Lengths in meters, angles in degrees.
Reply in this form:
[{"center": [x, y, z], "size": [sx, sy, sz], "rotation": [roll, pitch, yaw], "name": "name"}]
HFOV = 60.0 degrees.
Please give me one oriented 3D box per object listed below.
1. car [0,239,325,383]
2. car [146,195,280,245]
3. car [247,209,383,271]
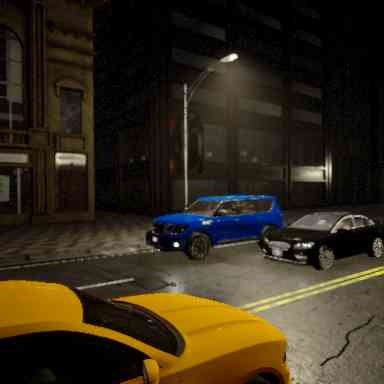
[{"center": [-1.351, 1.476, 2.479], "size": [5.008, 1.535, 1.882], "rotation": [0, 0, -35], "name": "car"}, {"center": [1.069, 1.163, 12.389], "size": [5.566, 2.045, 2.150], "rotation": [-1, 0, -35], "name": "car"}, {"center": [4.391, 1.420, 10.739], "size": [4.902, 1.511, 2.128], "rotation": [-1, 0, -35], "name": "car"}]
